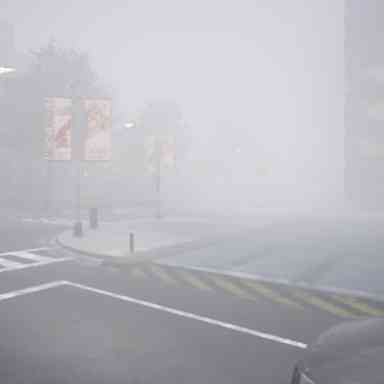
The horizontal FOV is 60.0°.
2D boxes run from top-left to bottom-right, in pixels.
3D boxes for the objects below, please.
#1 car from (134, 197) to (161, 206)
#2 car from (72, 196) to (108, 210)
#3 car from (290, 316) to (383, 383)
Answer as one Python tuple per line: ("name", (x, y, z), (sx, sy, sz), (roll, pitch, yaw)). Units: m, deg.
("car", (-6.592, 1.507, 50.058), (1.812, 1.442, 4.674), (0, 0, 35))
("car", (-12.655, 1.332, 41.542), (2.097, 1.767, 4.553), (0, 0, 36))
("car", (3.034, 1.493, 1.804), (4.902, 1.511, 2.128), (0, 0, 36))
